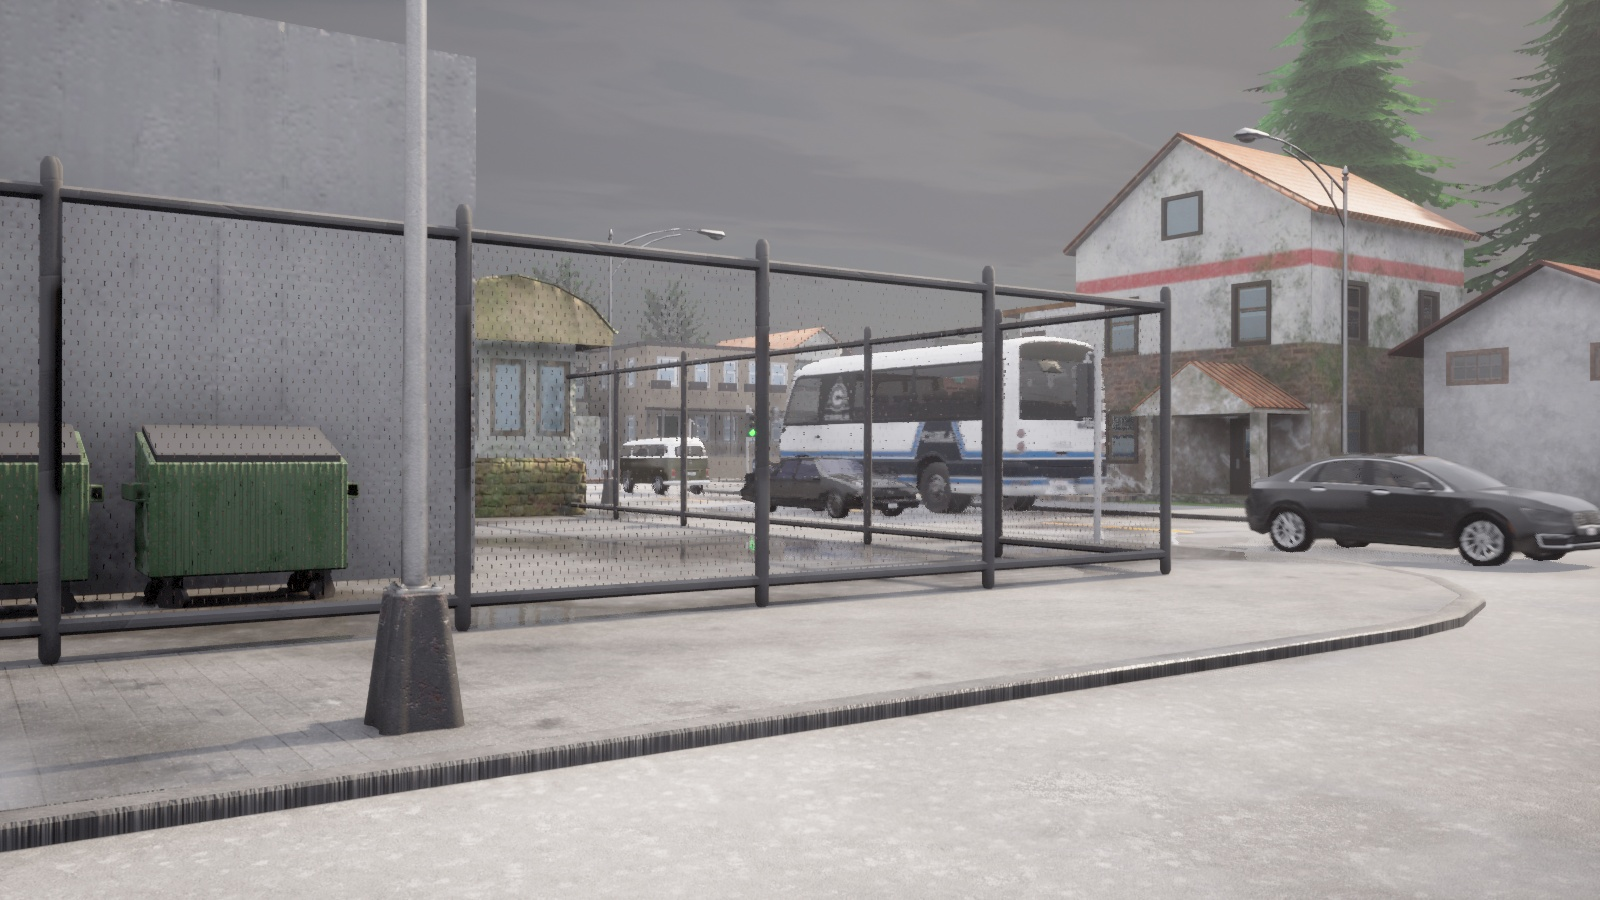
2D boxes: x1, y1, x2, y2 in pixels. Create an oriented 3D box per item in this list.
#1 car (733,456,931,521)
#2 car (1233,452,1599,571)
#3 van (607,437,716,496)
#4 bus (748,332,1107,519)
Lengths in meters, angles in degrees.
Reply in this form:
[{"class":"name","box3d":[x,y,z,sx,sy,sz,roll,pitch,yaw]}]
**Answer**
[{"class":"car","box3d":[0.652,0.865,30.348,2.033,1.411,5.357,0,0,-34]},{"class":"car","box3d":[8.964,0.775,18.272,1.837,1.490,4.892,0,0,-35]},{"class":"van","box3d":[-5.107,0.591,45.824,2.069,2.038,4.480,0,0,-34]},{"class":"bus","box3d":[3.006,-0.555,33.987,3.944,4.253,10.273,0,0,-35]}]
